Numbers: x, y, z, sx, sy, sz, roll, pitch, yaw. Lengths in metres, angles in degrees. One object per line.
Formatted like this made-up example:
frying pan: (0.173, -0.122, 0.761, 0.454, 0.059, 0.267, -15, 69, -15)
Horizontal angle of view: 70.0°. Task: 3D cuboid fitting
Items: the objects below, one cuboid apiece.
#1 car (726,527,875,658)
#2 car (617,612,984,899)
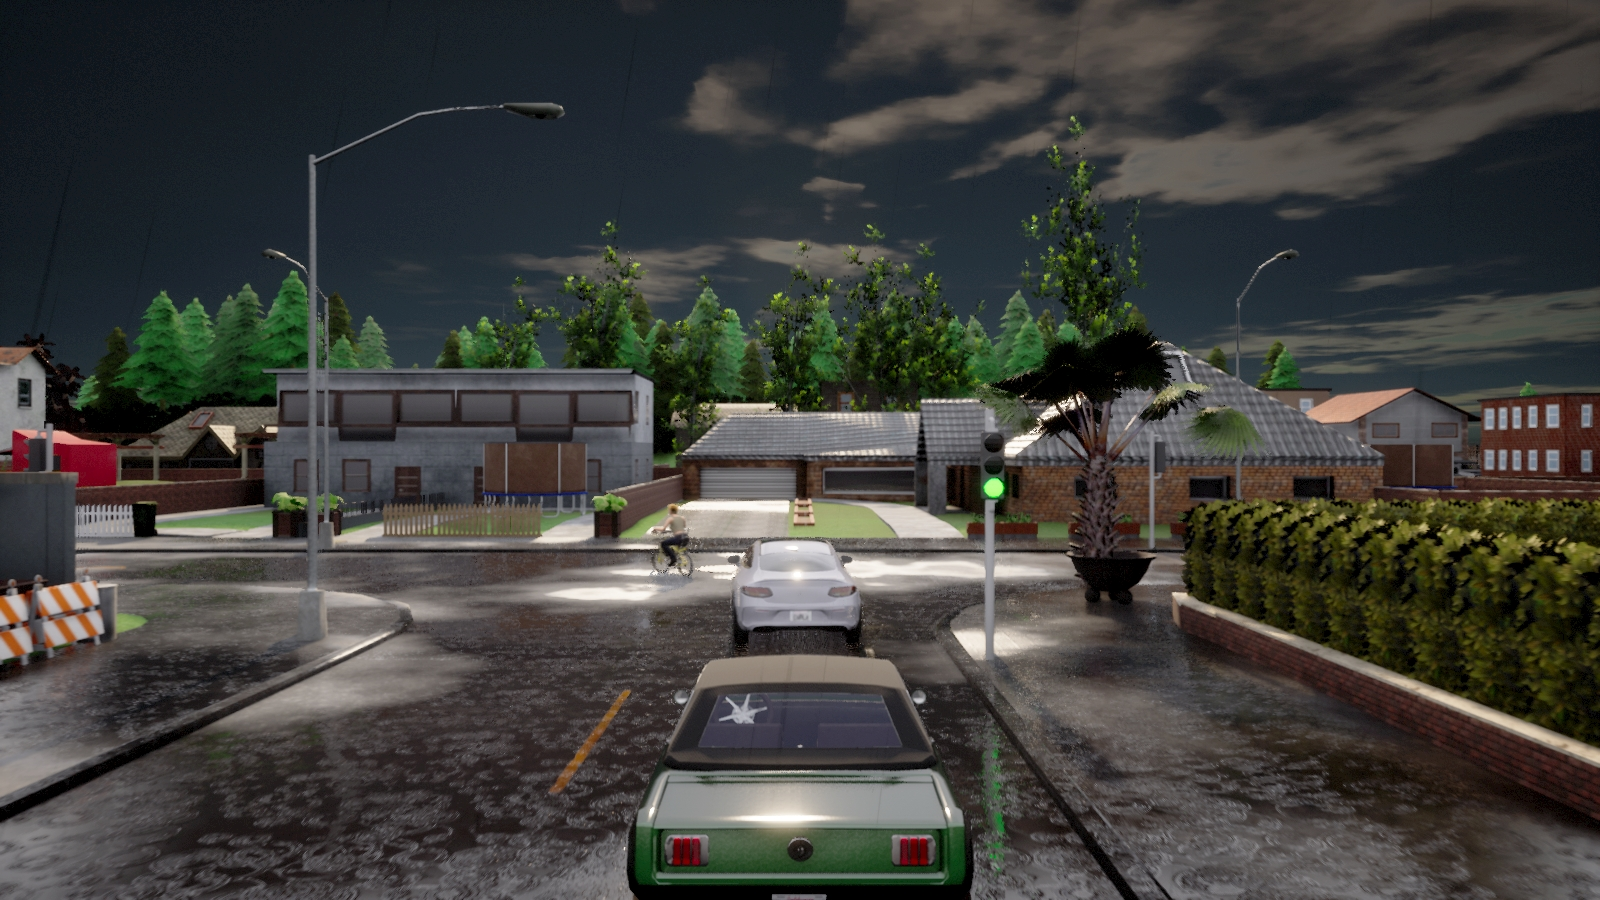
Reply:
car: (-0.126, 2.080, 17.766, 2.002, 1.442, 4.674, 0, 0, -3)
car: (0.001, 2.155, 8.264, 1.895, 1.301, 4.718, 0, 0, 0)
